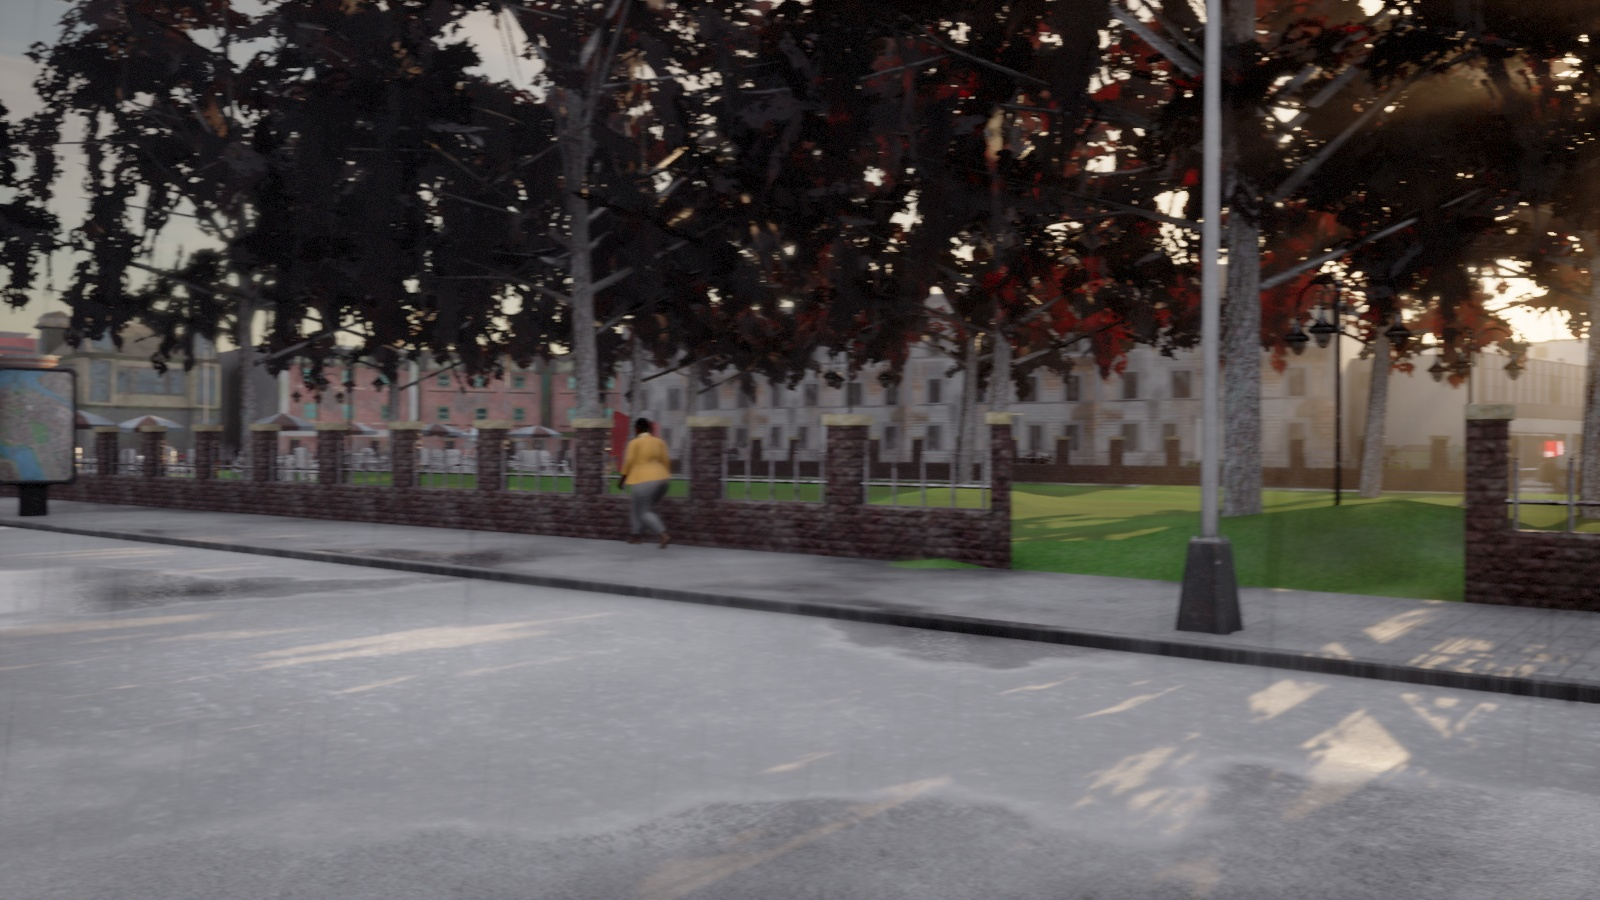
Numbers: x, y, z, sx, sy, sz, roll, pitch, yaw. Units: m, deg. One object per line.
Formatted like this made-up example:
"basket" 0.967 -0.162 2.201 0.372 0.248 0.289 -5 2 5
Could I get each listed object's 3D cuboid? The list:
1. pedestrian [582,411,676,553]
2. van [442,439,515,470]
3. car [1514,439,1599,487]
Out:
"pedestrian" -2.314 0.412 17.010 0.900 1.855 0.874 0 0 38
"van" -21.073 0.301 82.364 4.442 1.987 1.775 0 0 -6
"car" 28.046 0.439 43.984 5.027 1.651 2.152 0 0 38
